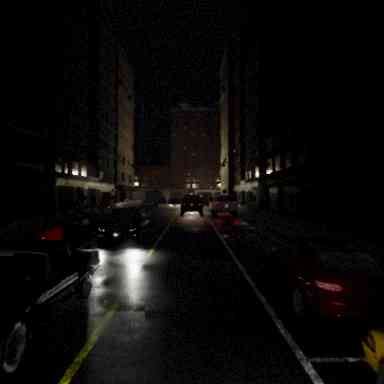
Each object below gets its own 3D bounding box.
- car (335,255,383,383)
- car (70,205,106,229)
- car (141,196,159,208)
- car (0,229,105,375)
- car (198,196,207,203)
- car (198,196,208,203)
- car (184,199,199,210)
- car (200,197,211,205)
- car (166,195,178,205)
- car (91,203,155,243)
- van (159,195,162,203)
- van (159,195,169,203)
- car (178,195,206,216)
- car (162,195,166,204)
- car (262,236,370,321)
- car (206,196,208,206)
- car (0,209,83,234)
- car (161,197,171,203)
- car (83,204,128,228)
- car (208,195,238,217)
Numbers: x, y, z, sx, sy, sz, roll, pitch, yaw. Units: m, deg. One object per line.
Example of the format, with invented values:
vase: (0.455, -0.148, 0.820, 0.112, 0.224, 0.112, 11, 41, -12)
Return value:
car: (2.676, 1.524, 1.674, 1.752, 1.417, 4.829, 1, 0, 0)
car: (-5.908, 1.462, 17.927, 1.967, 1.590, 4.097, 1, 0, 0)
car: (-6.009, 1.613, 45.165, 1.752, 1.417, 4.829, 1, 0, 0)
car: (-3.116, 1.606, 5.708, 1.895, 1.301, 4.718, 0, 0, 0)
car: (2.394, 1.670, 78.259, 1.967, 1.590, 4.097, 1, 0, 0)
car: (2.414, 1.643, 72.777, 1.967, 1.590, 4.097, 1, 0, 0)
car: (-0.086, 1.649, 45.605, 1.994, 1.385, 4.181, 0, 0, 0)
car: (2.453, 1.676, 61.981, 1.752, 1.417, 4.829, 1, 0, 0)
car: (-3.241, 1.707, 62.844, 2.033, 1.411, 5.357, 0, 0, 0)
car: (-3.144, 1.522, 16.150, 1.837, 1.490, 4.892, 0, 0, 0)
van: (-6.029, 1.450, 50.819, 1.690, 1.788, 3.998, 1, 0, 0)
van: (-6.110, 1.551, 72.747, 1.690, 1.788, 3.998, 1, 0, 0)
car: (-0.015, 1.273, 33.327, 2.150, 2.045, 5.566, 0, 0, 0)
car: (-6.092, 1.749, 67.264, 1.947, 1.339, 4.313, 1, 0, 0)
car: (2.656, 1.584, 6.986, 1.802, 1.307, 4.206, 1, 0, 0)
car: (3.002, 1.537, 38.566, 1.882, 1.535, 5.008, 0, 0, 0)
car: (-5.889, 1.559, 12.444, 1.887, 1.381, 4.507, 1, 0, 0)
car: (-6.132, 1.782, 78.229, 1.887, 1.381, 4.507, 1, 0, 0)
car: (-5.929, 1.582, 23.409, 2.008, 1.369, 4.403, 1, 0, 0)
car: (2.994, 1.262, 31.596, 2.150, 2.045, 5.566, 0, 0, 0)
